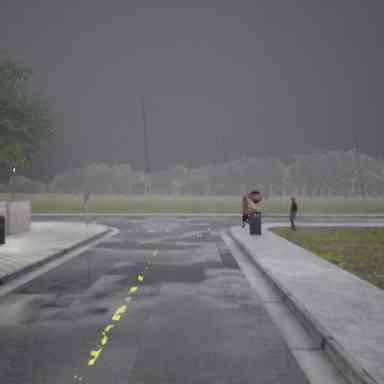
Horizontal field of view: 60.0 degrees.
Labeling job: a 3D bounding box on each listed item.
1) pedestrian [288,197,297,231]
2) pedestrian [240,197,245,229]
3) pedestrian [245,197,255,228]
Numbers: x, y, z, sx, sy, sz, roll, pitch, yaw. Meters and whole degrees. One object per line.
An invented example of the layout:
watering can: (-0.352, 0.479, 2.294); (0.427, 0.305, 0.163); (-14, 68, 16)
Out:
pedestrian: (5.493, 1.157, 17.904); (0.375, 1.860, 0.375); (0, 0, 0)
pedestrian: (2.956, 1.118, 18.517); (0.375, 1.860, 0.375); (0, 0, 0)
pedestrian: (3.086, 1.119, 17.315); (0.375, 1.860, 0.375); (0, 0, 0)
